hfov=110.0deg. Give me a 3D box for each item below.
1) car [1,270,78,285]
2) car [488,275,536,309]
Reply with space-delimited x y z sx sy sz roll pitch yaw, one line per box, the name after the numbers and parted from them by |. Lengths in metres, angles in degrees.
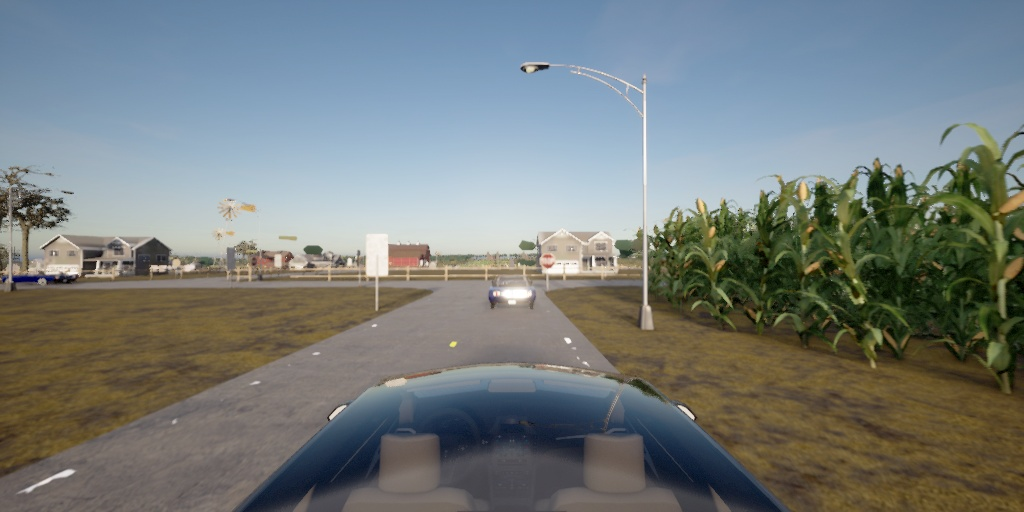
-42.094 1.948 31.980 4.718 1.301 1.895 -1 0 0 | car
-0.003 1.501 15.955 1.895 1.301 4.718 0 -1 0 | car
